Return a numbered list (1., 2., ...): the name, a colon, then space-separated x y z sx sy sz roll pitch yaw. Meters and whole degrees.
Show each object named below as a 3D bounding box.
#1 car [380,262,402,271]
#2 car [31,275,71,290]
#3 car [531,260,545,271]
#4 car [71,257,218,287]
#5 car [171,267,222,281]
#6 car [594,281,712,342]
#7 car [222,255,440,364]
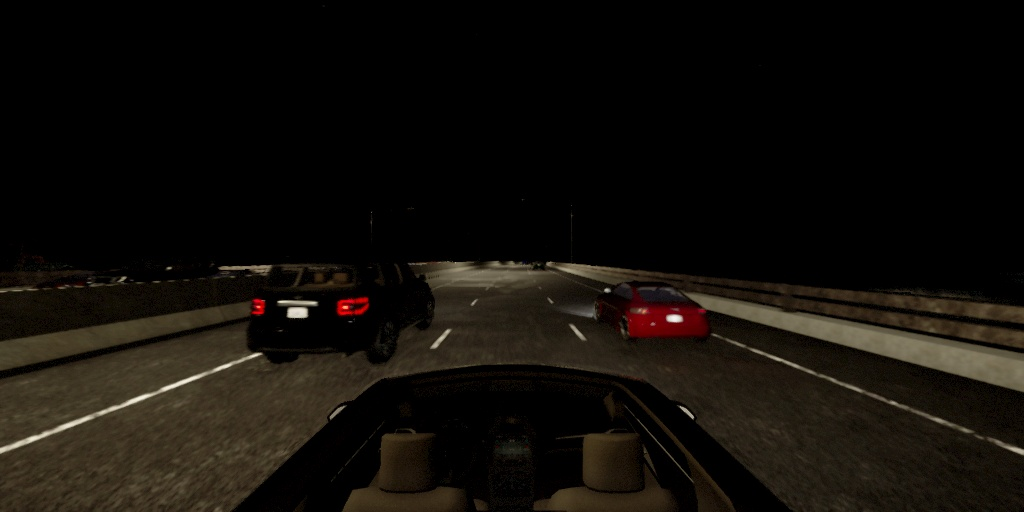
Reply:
1. car: -20.089 1.691 59.625 1.837 1.490 4.892 0 -1 2
2. car: -21.014 1.403 18.192 1.994 1.385 4.181 0 0 1
3. car: 4.492 1.583 61.065 2.097 1.767 4.553 0 -1 2
4. car: -17.524 1.064 18.024 2.150 2.045 5.566 0 0 1
5. car: -14.017 1.411 18.026 1.994 1.385 4.181 0 0 1
6. car: 3.621 1.375 9.973 1.994 1.385 4.181 0 0 0
7. car: -3.388 1.012 8.365 2.150 2.045 5.566 0 0 0
